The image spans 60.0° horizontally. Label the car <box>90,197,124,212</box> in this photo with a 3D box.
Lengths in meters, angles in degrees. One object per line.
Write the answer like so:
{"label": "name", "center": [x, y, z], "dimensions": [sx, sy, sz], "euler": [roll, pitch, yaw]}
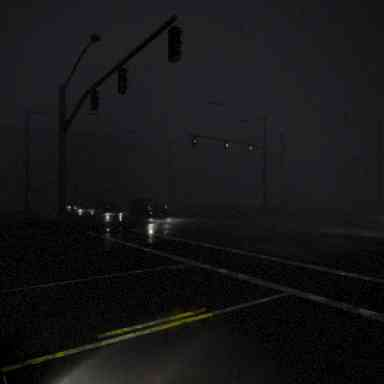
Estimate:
{"label": "car", "center": [-9.818, 1.526, 38.474], "dimensions": [1.812, 1.442, 4.674], "euler": [0, 0, -36]}

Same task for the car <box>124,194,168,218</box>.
{"label": "car", "center": [-4.036, 1.352, 30.468], "dimensions": [2.097, 1.767, 4.553], "euler": [0, 0, -36]}

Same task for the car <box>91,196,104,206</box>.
{"label": "car", "center": [-16.281, 1.526, 57.418], "dimensions": [1.812, 1.442, 4.674], "euler": [0, 0, -12]}

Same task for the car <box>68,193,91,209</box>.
{"label": "car", "center": [-15.559, 1.221, 46.656], "dimensions": [2.150, 2.045, 5.566], "euler": [0, 0, -33]}

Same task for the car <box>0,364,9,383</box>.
{"label": "car", "center": [-3.632, 1.547, 1.216], "dimensions": [5.357, 1.411, 2.033], "euler": [0, 0, -35]}

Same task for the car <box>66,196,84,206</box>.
{"label": "car", "center": [-19.597, 1.492, 56.043], "dimensions": [2.128, 1.511, 4.902], "euler": [0, 0, -10]}
